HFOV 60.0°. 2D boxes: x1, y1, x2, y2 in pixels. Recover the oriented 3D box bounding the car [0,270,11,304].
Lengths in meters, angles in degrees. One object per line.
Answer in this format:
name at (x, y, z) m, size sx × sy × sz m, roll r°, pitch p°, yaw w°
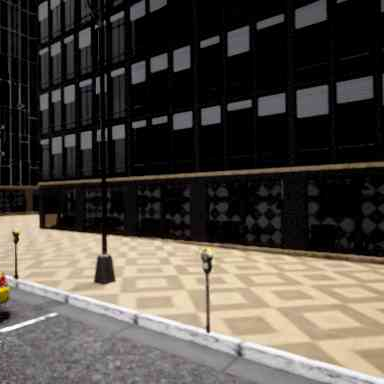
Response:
car at (-5.606, 1.611, 6.880) m, size 4.829 × 1.417 × 1.752 m, roll -1°, pitch -1°, yaw 35°
